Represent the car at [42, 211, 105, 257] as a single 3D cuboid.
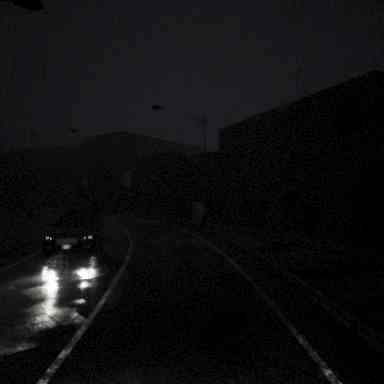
[{"bbox_3d":[-4.604,1.574,13.492,2.128,1.511,4.902,0,0,-10],"label":"car"}]
